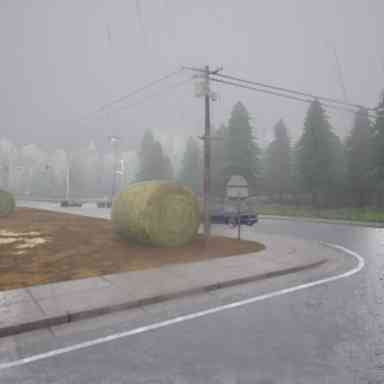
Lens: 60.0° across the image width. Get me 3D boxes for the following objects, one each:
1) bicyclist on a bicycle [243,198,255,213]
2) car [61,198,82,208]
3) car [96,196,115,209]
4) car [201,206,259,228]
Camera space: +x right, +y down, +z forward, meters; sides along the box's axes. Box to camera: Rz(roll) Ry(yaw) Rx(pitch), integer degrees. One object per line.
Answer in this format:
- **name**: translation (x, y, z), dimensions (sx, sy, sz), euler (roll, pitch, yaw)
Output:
- **bicyclist on a bicycle**: translation (5.293, 1.322, 30.914), dimensions (1.656, 1.620, 0.582), euler (0, 0, -38)
- **car**: translation (-17.232, 1.593, 47.500), dimensions (1.994, 1.385, 4.181), euler (0, 0, -38)
- **car**: translation (-11.545, 1.378, 46.043), dimensions (2.097, 1.767, 4.553), euler (0, 0, -38)
- **car**: translation (2.266, 1.627, 22.670), dimensions (1.895, 1.301, 4.718), euler (0, 0, -38)
